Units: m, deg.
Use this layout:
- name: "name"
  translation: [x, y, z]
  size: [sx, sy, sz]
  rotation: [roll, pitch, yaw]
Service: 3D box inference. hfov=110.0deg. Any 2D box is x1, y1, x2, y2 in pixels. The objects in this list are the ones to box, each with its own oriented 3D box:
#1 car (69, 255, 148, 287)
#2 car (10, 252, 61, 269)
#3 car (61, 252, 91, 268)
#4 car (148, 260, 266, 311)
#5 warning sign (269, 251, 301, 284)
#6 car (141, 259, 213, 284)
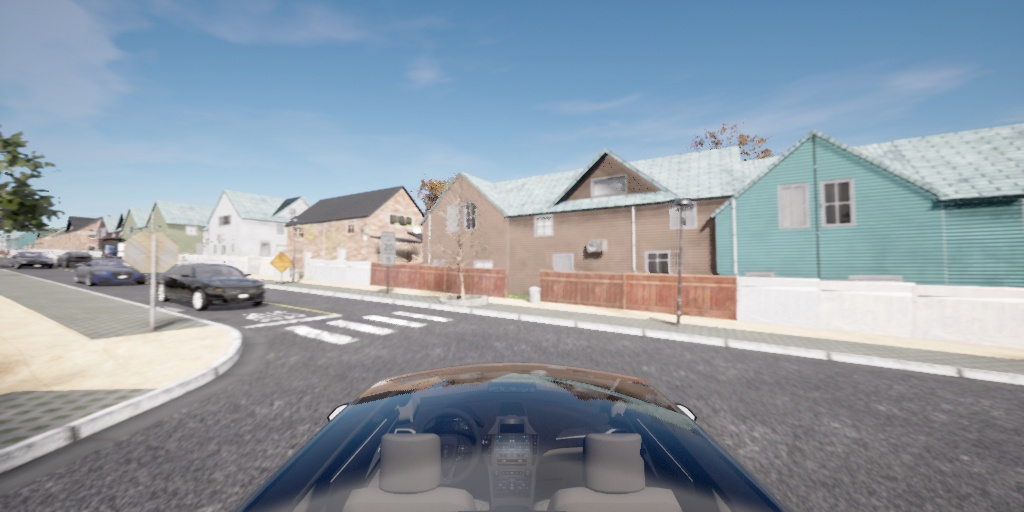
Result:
- name: "car"
  translation: [-21.349, 0.822, 19.088]
  size: [4.181, 1.385, 1.994]
  rotation: [1, -1, 30]
- name: "car"
  translation: [-40.102, 0.348, 29.928]
  size: [5.357, 1.411, 2.033]
  rotation: [1, -1, 30]
- name: "car"
  translation: [-40.969, 0.327, 33.705]
  size: [4.892, 1.490, 1.837]
  rotation: [2, 0, 30]
- name: "car"
  translation: [-11.127, 1.003, 13.235]
  size: [5.008, 1.535, 1.882]
  rotation: [2, -1, 30]
- name: "warning sign"
  translation: [-13.197, 0.650, 20.585]
  size: [1.060, 1.860, 1.300]
  rotation: [0, 0, 30]
- name: "car"
  translation: [-20.712, 0.913, 22.125]
  size: [4.718, 1.301, 1.895]
  rotation: [1, -1, 30]
